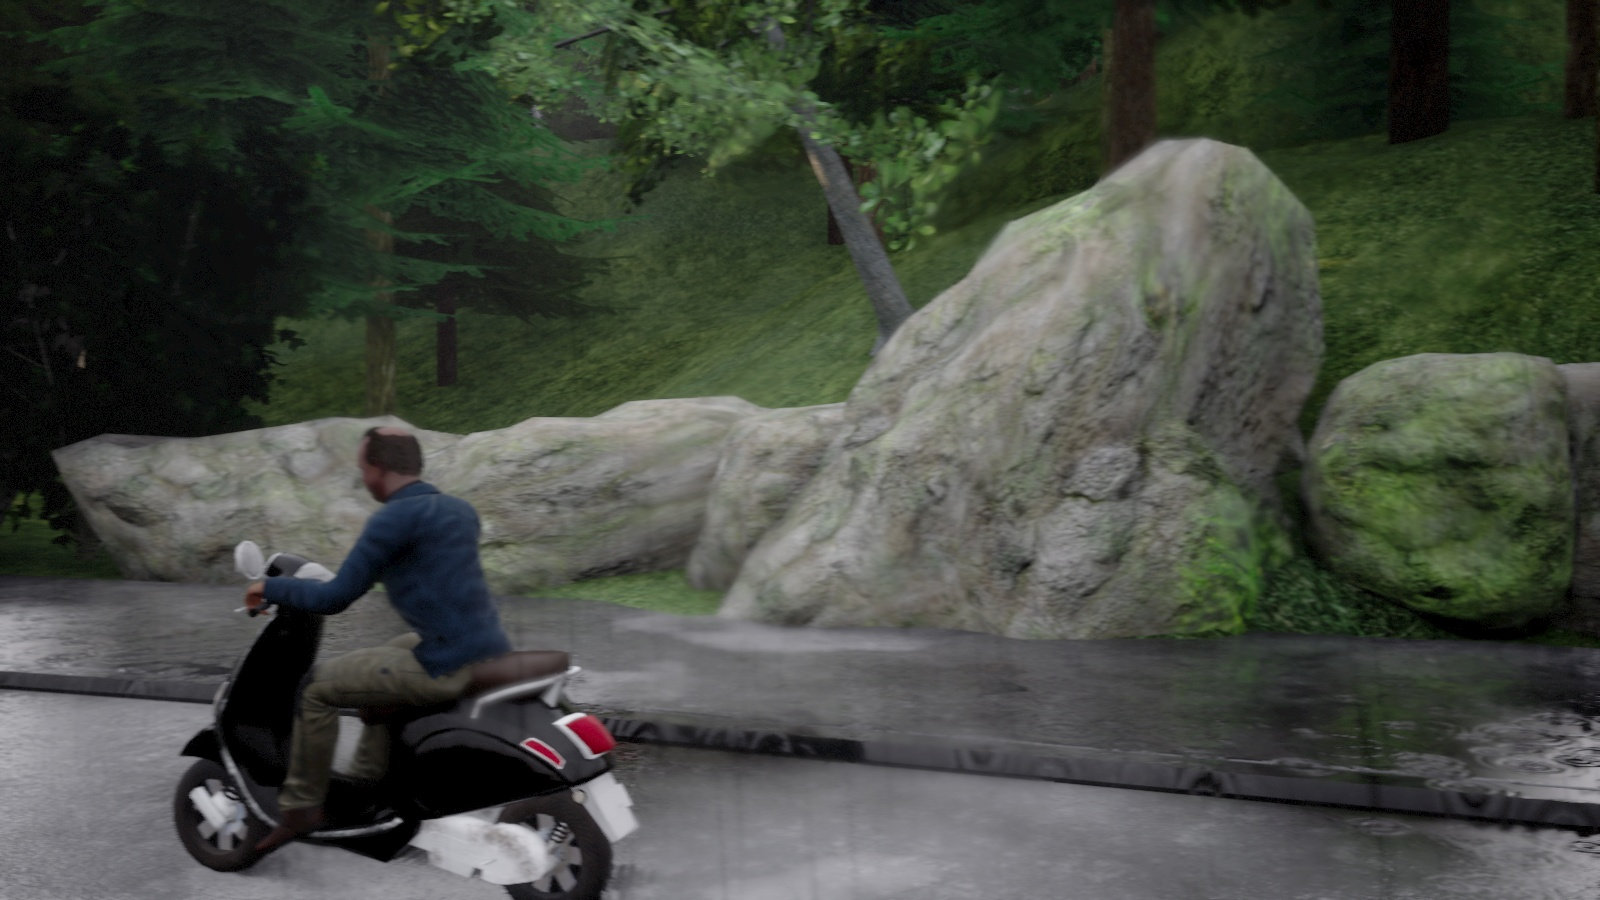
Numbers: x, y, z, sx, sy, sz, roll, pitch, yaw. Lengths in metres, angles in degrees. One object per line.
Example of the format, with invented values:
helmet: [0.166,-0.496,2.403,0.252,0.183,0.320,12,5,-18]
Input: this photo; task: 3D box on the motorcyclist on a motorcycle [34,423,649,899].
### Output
motorcyclist on a motorcycle: [-1.529,0.705,4.280,1.817,1.590,0.866,1,1,19]
